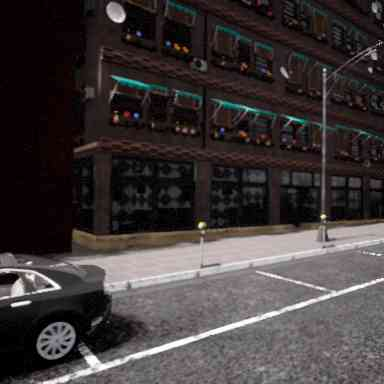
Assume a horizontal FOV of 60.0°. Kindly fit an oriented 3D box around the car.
[{"bbox_3d":[-3.231,1.551,4.241,4.403,1.369,2.008,0,1,-35],"label":"car"}]
